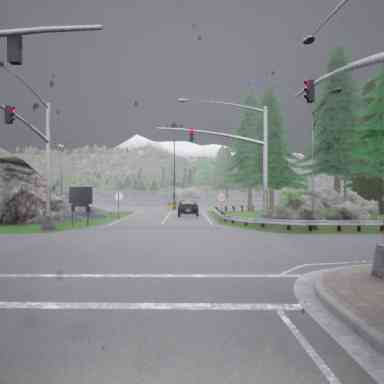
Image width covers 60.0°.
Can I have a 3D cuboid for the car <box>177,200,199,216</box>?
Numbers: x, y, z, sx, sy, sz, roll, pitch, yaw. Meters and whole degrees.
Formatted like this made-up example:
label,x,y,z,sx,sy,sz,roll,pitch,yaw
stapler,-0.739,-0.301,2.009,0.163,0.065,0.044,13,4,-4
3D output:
label,x,y,z,sx,sy,sz,roll,pitch,yaw
car,-0.409,1.477,32.010,1.882,1.535,5.008,0,0,-2
